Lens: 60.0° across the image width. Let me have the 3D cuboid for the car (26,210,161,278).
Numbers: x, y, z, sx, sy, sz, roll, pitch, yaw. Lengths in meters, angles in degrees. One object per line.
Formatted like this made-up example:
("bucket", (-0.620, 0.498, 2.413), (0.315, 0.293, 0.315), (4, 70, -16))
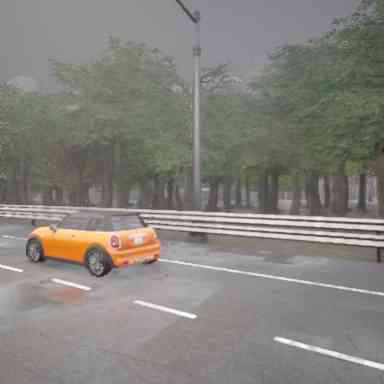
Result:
("car", (-3.222, 1.362, 10.472), (4.553, 1.767, 2.097), (0, 0, 36))
